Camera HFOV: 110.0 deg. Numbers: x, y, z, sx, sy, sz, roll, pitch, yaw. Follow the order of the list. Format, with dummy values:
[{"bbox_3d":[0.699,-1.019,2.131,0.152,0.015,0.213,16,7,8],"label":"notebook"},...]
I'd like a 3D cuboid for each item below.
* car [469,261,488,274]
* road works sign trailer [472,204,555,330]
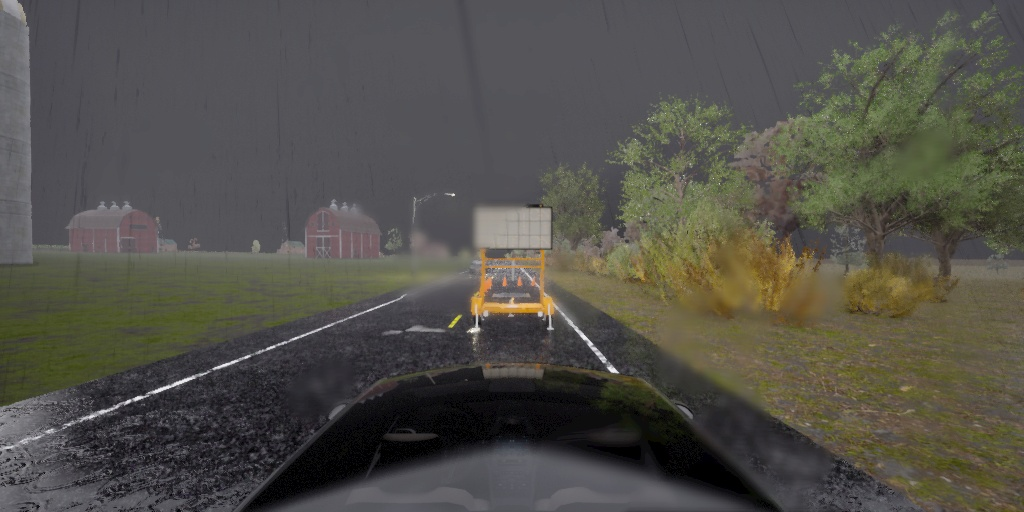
[{"bbox_3d":[-3.730,1.271,41.635,1.812,1.442,4.674,0,0,-1],"label":"car"},{"bbox_3d":[0.037,0.212,11.122,2.380,3.560,2.880,0,0,0],"label":"road works sign trailer"}]
